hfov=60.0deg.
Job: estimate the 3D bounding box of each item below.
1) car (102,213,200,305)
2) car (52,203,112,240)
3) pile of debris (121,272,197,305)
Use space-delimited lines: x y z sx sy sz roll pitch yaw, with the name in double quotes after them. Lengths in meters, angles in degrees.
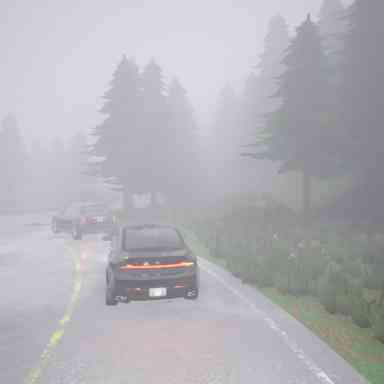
-1.108 1.504 8.188 1.837 1.490 4.892 0 0 -12 "car"
-5.704 1.352 17.408 2.097 1.767 4.553 0 0 -39 "car"
-0.851 2.175 7.698 1.500 0.140 1.860 0 0 -14 "pile of debris"
